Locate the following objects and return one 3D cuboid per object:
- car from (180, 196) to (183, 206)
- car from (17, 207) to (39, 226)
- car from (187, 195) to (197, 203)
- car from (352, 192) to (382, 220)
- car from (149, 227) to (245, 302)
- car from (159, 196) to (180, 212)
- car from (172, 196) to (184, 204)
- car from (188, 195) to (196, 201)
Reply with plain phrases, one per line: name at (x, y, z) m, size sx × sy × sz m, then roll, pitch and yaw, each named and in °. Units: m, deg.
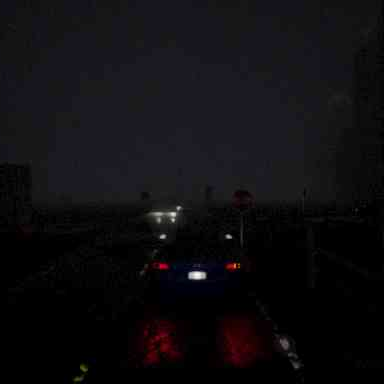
car at (-2.823, 1.361, 51.915) m, size 2.097 × 1.767 × 4.553 m, roll 0°, pitch 0°, yaw 0°
car at (-14.026, 1.514, 24.775) m, size 4.553 × 1.767 × 2.097 m, roll -1°, pitch 1°, yaw 2°
car at (0.005, 1.564, 69.471) m, size 2.033 × 1.411 × 5.357 m, roll 0°, pitch 0°, yaw 0°
car at (15.131, 0.956, 25.104) m, size 5.566 × 2.045 × 2.150 m, roll -1°, pitch 1°, yaw 0°
car at (0.099, 1.560, 8.318) m, size 1.994 × 1.385 × 4.181 m, roll 0°, pitch 0°, yaw 0°
car at (-2.839, 1.479, 39.656) m, size 1.882 × 1.535 × 5.008 m, roll 0°, pitch 0°, yaw 0°
car at (-2.748, 1.570, 66.886) m, size 2.033 × 1.411 × 5.357 m, roll 0°, pitch 0°, yaw 0°
car at (0.006, 1.477, 79.896) m, size 1.994 × 1.385 × 4.181 m, roll 0°, pitch 0°, yaw 0°
